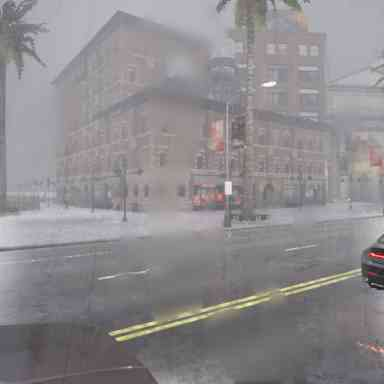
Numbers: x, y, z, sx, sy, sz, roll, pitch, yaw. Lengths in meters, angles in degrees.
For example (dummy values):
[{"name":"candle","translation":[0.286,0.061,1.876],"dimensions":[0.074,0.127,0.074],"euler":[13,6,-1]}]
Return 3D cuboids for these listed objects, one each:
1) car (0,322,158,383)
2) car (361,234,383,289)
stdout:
[{"name":"car","translation":[-2.750,1.547,1.749],"dimensions":[5.357,1.411,2.033],"euler":[0,0,-36]},{"name":"car","translation":[5.939,1.505,7.927],"dimensions":[4.892,1.490,1.837],"euler":[0,0,-35]}]
